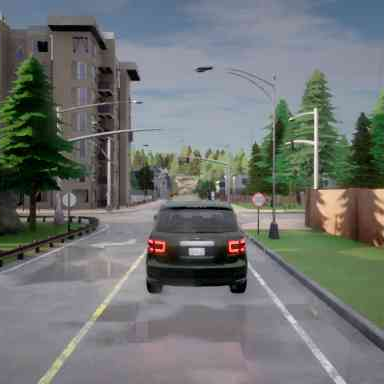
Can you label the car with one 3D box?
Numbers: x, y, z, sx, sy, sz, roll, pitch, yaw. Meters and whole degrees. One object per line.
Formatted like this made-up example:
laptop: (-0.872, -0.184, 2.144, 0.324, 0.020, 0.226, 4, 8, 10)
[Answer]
car: (0.098, 1.221, 8.979, 2.150, 2.045, 5.566, 0, 0, 0)
